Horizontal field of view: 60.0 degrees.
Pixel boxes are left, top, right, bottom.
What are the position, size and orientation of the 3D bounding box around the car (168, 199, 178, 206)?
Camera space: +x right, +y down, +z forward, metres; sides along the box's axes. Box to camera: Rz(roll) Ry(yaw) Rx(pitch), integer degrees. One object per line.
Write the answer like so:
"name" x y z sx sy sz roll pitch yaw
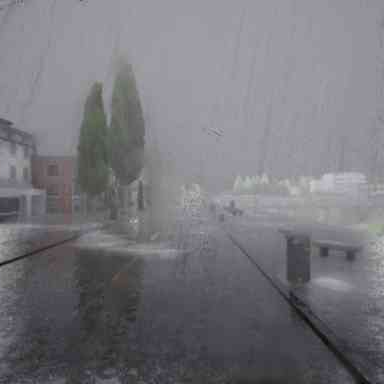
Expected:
"car" -4.013 2.220 71.794 1.994 1.385 4.181 0 -1 0
